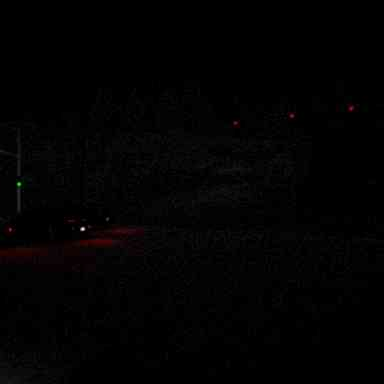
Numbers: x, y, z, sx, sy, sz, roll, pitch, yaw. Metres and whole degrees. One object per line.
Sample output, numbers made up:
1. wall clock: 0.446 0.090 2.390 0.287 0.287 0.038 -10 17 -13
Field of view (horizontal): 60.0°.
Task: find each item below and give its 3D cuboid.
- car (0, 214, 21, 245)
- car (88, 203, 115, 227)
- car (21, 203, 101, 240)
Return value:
1. car: -9.586 1.540 13.850 4.718 1.301 1.895 0 0 29
2. car: -7.052 1.400 20.402 5.008 1.535 1.882 0 0 29
3. car: -7.105 1.440 16.443 4.892 1.490 1.837 0 0 30
